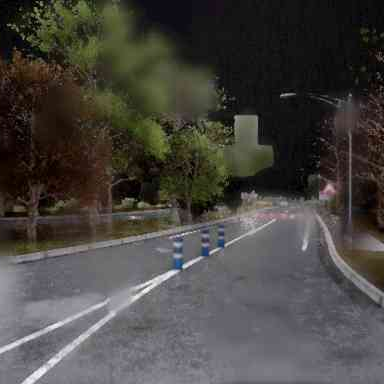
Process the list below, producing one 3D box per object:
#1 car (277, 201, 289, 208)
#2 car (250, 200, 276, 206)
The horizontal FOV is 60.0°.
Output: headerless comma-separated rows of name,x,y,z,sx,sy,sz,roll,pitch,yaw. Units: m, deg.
car,20.416,2.717,73.519,1.812,1.442,4.674,0,-1,19
car,19.850,3.276,93.063,5.366,1.575,1.946,0,-2,19
